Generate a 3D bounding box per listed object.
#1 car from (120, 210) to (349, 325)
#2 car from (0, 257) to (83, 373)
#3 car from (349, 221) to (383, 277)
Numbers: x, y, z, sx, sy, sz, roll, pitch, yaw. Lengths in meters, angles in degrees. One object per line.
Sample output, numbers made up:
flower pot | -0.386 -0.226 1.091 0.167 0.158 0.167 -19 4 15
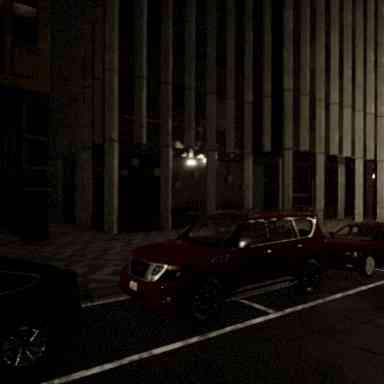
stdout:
car | 1.009 1.368 7.376 5.009 1.841 2.192 1 -1 -36
car | -3.578 1.560 4.098 4.313 1.339 1.947 1 -1 -36
car | 5.595 1.656 10.651 4.507 1.381 1.887 1 -1 -36
